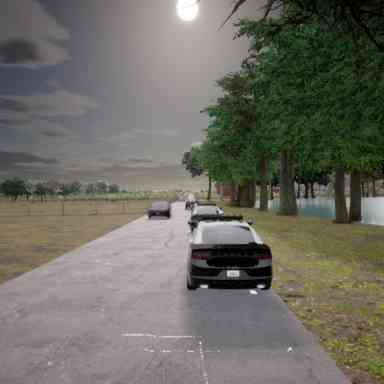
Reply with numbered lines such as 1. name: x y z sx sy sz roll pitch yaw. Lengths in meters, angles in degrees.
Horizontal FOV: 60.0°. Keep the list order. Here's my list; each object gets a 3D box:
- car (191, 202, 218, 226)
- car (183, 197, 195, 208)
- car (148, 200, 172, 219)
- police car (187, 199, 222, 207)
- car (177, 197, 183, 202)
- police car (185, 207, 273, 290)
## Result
1. car: 0.835 1.557 25.143 1.837 1.490 4.892 0 0 0
2. car: 0.046 1.638 47.683 1.882 1.535 5.008 0 0 1
3. car: -2.837 1.547 30.125 1.882 1.535 5.008 0 0 0
4. police car: 0.833 1.458 19.253 1.930 1.638 5.238 0 0 0
5. car: -2.714 1.962 86.055 2.128 1.511 4.902 0 -1 0
6. police car: 0.829 1.435 9.252 1.930 1.638 5.238 0 0 0
